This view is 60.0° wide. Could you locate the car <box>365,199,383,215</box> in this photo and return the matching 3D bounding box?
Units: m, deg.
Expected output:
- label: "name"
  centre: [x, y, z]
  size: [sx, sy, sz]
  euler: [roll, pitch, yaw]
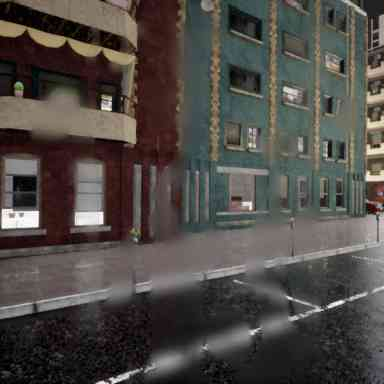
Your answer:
- label: "car"
  centre: [15.703, 1.241, 32.220]
  size: [2.192, 1.841, 5.009]
  euler: [1, 0, -36]
